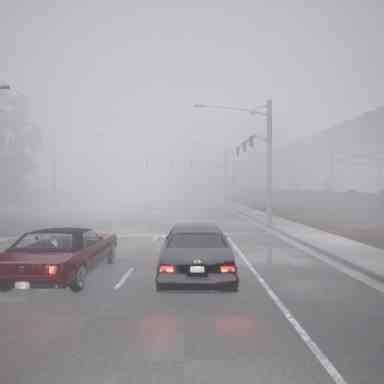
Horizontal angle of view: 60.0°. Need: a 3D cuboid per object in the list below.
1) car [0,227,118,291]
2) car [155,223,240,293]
[{"bbox_3d":[-3.386,1.596,8.927,1.895,1.301,4.718,0,0,1],"label":"car"},{"bbox_3d":[0.104,1.546,8.977,2.033,1.411,5.357,0,0,0],"label":"car"}]
